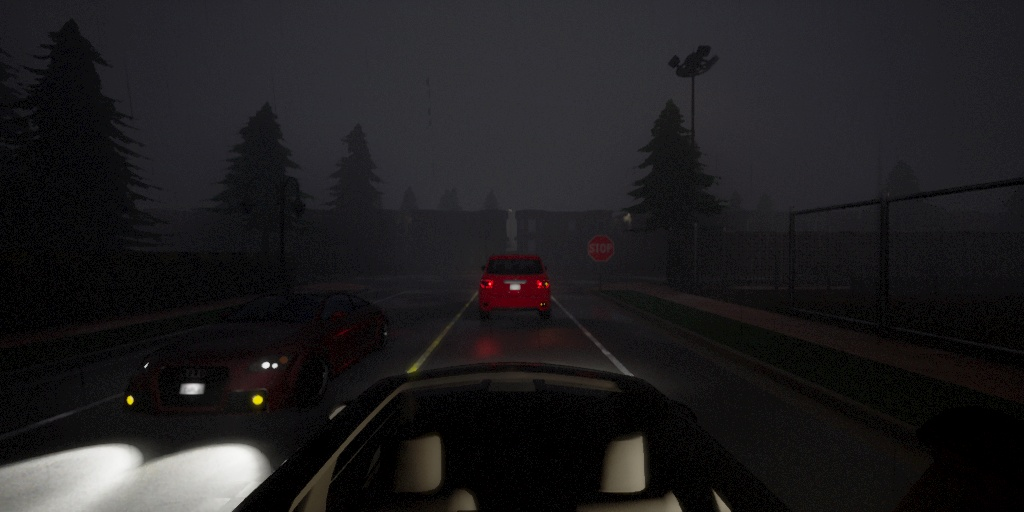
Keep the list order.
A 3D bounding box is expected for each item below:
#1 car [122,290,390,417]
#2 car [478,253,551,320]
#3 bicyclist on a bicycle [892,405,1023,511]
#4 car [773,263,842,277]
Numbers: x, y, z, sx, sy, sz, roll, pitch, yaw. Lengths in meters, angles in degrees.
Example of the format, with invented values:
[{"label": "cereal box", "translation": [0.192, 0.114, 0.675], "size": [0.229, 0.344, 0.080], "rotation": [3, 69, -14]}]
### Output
[{"label": "car", "translation": [-3.584, 1.291, 5.996], "size": [1.994, 1.385, 4.181], "rotation": [0, 0, 0]}, {"label": "car", "translation": [0.078, 0.926, 12.519], "size": [2.150, 2.045, 5.566], "rotation": [0, 0, 0]}, {"label": "bicyclist on a bicycle", "translation": [1.407, 1.242, 0.978], "size": [1.656, 1.620, 0.582], "rotation": [1, 1, 0]}, {"label": "car", "translation": [25.635, 1.242, 31.205], "size": [4.718, 1.301, 1.895], "rotation": [0, 0, 0]}]
